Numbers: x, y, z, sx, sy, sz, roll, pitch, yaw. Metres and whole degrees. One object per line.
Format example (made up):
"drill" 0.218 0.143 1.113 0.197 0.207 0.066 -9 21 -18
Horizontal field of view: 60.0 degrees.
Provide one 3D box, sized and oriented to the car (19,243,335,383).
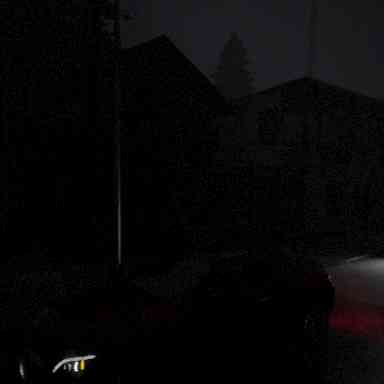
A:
"car" 0.177 1.524 4.729 4.674 1.442 1.812 0 0 -35
